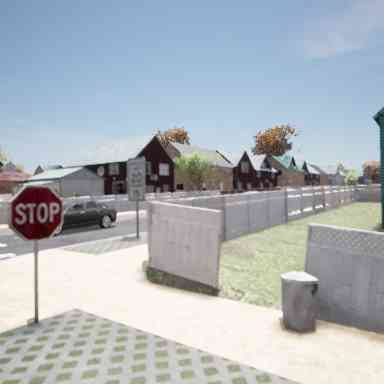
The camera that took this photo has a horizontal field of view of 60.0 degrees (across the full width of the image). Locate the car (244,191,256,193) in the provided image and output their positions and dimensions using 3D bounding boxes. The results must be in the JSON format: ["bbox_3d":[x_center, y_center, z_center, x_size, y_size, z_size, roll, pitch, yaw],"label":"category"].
[{"bbox_3d":[5.836,0.674,33.255,1.812,1.442,4.674,-1,1,36],"label":"car"}]

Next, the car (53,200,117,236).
[{"bbox_3d":[-5.952,1.202,16.530,1.837,1.490,4.892,-1,1,35],"label":"car"}]

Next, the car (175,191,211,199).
[{"bbox_3d":[-0.099,0.776,24.846,2.097,1.767,4.553,-1,1,35],"label":"car"}]
